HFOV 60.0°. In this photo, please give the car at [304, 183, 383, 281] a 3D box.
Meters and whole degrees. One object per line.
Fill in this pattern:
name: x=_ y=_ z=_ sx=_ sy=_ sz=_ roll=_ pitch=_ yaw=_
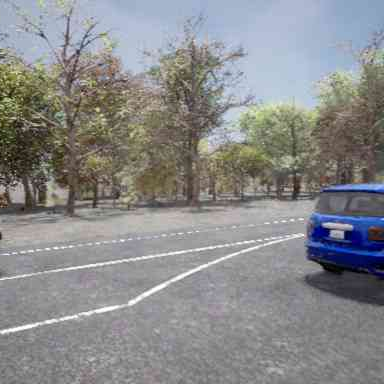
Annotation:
car: x=5.090 y=0.785 z=7.649 sx=5.566 sy=2.045 sz=2.150 roll=-3 pitch=2 yaw=-29
